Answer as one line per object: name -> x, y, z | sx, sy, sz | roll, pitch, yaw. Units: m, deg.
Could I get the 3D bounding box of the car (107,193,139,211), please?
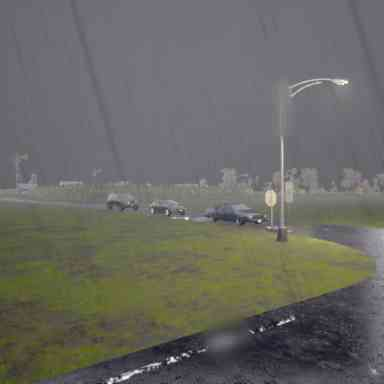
car -> -8.640, 1.203, 41.142 | 2.150, 2.045, 5.566 | 0, 0, -37

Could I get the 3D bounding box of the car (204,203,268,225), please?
car -> 3.036, 1.537, 24.244 | 2.033, 1.411, 5.357 | 0, 0, -33

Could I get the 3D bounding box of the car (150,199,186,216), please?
car -> -2.415, 1.491, 32.463 | 1.837, 1.490, 4.892 | 0, 0, -35
